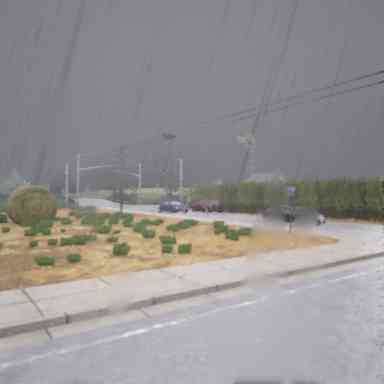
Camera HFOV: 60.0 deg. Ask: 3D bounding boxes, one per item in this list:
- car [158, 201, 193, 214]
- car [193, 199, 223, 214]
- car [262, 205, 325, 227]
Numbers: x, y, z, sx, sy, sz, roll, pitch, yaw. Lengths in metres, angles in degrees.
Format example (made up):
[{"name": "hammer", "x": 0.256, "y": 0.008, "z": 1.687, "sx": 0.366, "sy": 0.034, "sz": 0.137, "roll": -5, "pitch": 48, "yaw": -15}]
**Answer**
[{"name": "car", "x": -2.227, "y": 1.738, "z": 38.594, "sx": 1.812, "sy": 1.442, "sz": 4.674, "roll": 1, "pitch": 0, "yaw": -35}, {"name": "car", "x": 1.591, "y": 1.598, "z": 39.537, "sx": 2.097, "sy": 1.767, "sz": 4.553, "roll": 1, "pitch": 0, "yaw": -35}, {"name": "car", "x": 7.433, "y": 1.701, "z": 24.610, "sx": 2.128, "sy": 1.511, "sz": 4.902, "roll": 1, "pitch": 0, "yaw": -35}]
